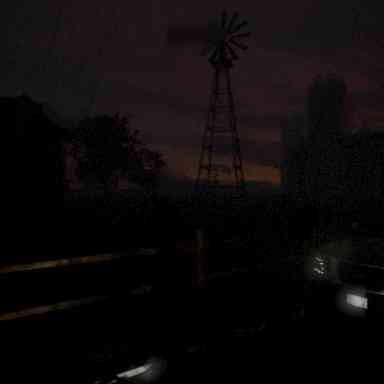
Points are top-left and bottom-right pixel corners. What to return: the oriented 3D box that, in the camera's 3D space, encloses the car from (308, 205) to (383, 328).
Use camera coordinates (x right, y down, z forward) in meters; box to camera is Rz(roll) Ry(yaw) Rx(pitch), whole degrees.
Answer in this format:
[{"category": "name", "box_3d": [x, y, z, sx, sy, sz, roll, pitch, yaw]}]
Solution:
[{"category": "car", "box_3d": [4.591, 1.178, 6.268, 5.566, 2.045, 2.150, 0, 0, -35]}]
